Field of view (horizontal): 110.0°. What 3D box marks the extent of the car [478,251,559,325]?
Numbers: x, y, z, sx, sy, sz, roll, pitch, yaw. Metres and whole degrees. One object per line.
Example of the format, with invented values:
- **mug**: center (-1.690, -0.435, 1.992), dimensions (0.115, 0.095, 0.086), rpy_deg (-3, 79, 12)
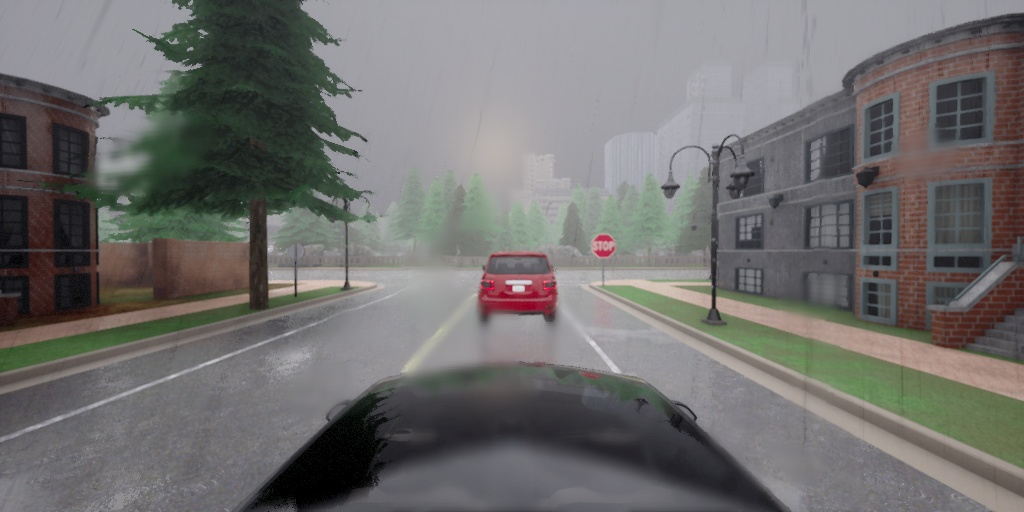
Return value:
- **car**: center (0.190, 0.854, 11.516), dimensions (2.150, 2.045, 5.566), rpy_deg (0, 1, 1)
